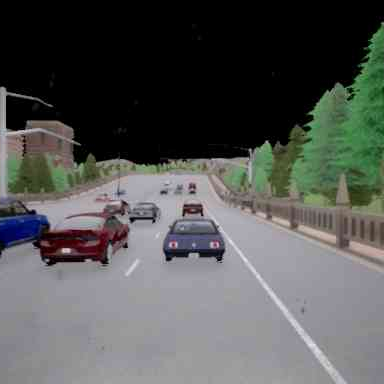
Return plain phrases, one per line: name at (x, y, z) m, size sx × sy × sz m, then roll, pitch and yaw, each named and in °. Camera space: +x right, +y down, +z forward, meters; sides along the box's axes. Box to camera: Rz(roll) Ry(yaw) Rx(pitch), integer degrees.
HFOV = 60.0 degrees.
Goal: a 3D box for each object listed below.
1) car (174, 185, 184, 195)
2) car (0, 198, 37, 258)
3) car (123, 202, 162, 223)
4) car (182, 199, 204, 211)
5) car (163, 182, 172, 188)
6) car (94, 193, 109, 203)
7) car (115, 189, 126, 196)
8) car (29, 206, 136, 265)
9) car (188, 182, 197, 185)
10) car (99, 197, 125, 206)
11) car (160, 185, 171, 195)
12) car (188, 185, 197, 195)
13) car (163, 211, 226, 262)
car at (-3.437, -0.120, 82.301) m, size 2.033 × 1.411 × 5.357 m, roll 0°, pitch 7°, yaw 0°
car at (-6.926, 1.199, 11.423) m, size 2.150 × 2.045 × 5.566 m, roll 0°, pitch 0°, yaw 0°
car at (-3.443, 1.500, 25.156) m, size 2.033 × 1.411 × 5.357 m, roll 0°, pitch 0°, yaw 0°
car at (0.080, 1.418, 31.610) m, size 1.882 × 1.535 × 5.008 m, roll 0°, pitch 0°, yaw 0°
car at (-6.882, -1.836, 92.736) m, size 2.150 × 2.045 × 5.566 m, roll 0°, pitch 7°, yaw 0°
car at (-17.523, 1.065, 64.565) m, size 2.097 × 1.767 × 4.553 m, roll 0°, pitch 2°, yaw 0°
car at (-17.445, -0.001, 80.829) m, size 1.882 × 1.535 × 5.008 m, roll 0°, pitch 6°, yaw 0°
car at (-3.430, 1.456, 11.577) m, size 1.882 × 1.535 × 5.008 m, roll 0°, pitch 0°, yaw 0°
car at (0.118, -1.836, 92.699) m, size 2.150 × 2.045 × 5.566 m, roll 0°, pitch 7°, yaw 0°
car at (-6.928, 1.467, 31.050) m, size 1.812 × 1.442 × 4.674 m, roll 0°, pitch 0°, yaw 0°
car at (-6.935, -0.202, 82.729) m, size 1.837 × 1.490 × 4.892 m, roll 0°, pitch 7°, yaw 0°
car at (0.065, -0.202, 82.692) m, size 1.837 × 1.490 × 4.892 m, roll 0°, pitch 7°, yaw 0°
car at (0.073, 1.578, 11.978) m, size 1.895 × 1.301 × 4.718 m, roll 0°, pitch 0°, yaw 0°
